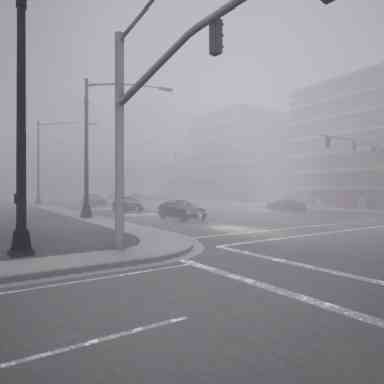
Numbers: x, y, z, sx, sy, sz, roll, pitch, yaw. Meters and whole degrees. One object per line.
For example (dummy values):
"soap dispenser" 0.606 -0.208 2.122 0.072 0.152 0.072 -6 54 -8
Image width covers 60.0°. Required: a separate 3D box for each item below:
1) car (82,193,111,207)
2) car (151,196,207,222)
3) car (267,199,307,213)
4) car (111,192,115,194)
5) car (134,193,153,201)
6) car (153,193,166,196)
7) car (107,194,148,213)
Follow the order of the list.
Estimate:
"car" -12.337 1.012 41.869 1.882 1.535 5.008 0 1 -34
"car" -0.814 1.358 24.992 2.128 1.511 4.902 0 1 -34
"car" 9.835 1.395 34.575 1.994 1.385 4.181 0 1 -34
"car" -14.868 0.707 64.337 1.837 1.490 4.892 0 1 -34
"car" -8.985 0.843 55.730 1.882 1.535 5.008 0 1 -34
"car" -6.258 0.853 57.948 2.128 1.511 4.902 0 1 -34
"car" -6.542 1.242 33.376 1.812 1.442 4.674 0 1 -34
